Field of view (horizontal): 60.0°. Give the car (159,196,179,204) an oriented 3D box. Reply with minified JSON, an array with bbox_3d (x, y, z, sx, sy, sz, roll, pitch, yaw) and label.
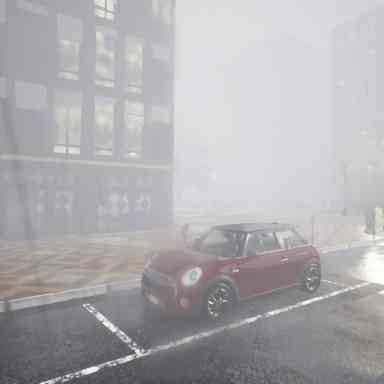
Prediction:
[{"bbox_3d":[-5.250,1.724,74.611,2.192,1.841,5.009,1,-1,-35],"label":"car"}]

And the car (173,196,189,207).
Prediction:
[{"bbox_3d":[-2.247,1.732,55.889,1.887,1.381,4.507,1,-1,-35],"label":"car"}]

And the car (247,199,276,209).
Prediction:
[{"bbox_3d":[11.153,1.799,51.482,1.887,1.381,4.507,1,-1,-35],"label":"car"}]

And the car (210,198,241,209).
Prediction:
[{"bbox_3d":[4.315,1.677,46.638,2.008,1.369,4.403,1,-1,-35],"label":"car"}]

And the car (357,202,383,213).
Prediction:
[{"bbox_3d":[20.995,1.730,37.606,1.947,1.339,4.313,1,-1,-35],"label":"car"}]

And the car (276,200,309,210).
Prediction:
[{"bbox_3d":[14.433,1.806,46.856,1.802,1.307,4.206,1,-1,-35],"label":"car"}]

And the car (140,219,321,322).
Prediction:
[{"bbox_3d":[0.932,1.442,7.218,4.097,1.590,1.967,0,1,-36],"label":"car"}]

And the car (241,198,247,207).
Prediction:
[{"bbox_3d":[7.872,1.725,56.108,1.967,1.590,4.097,1,-1,-35],"label":"car"}]
